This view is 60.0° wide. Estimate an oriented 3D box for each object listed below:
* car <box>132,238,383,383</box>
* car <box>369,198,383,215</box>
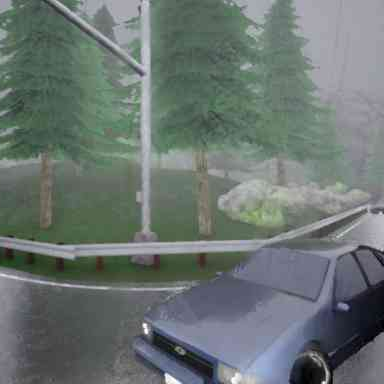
[{"bbox_3d":[1.798,1.486,5.076,5.357,1.411,2.033,-1,1,-42],"label":"car"},{"bbox_3d":[16.745,1.225,28.098,2.033,1.411,5.357,0,1,45],"label":"car"}]
